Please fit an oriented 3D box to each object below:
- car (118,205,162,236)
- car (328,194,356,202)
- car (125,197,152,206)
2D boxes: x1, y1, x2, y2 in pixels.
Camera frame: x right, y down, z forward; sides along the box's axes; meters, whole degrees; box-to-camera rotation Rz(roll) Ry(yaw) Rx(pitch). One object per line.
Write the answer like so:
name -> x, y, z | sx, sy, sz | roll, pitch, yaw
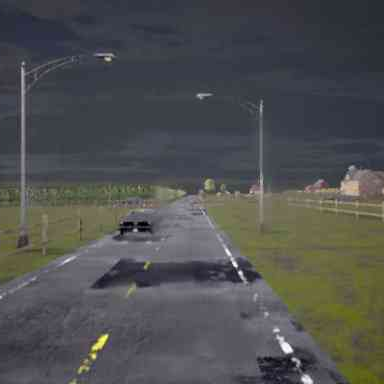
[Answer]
car -> -2.865, 1.657, 19.062 | 1.895, 1.301, 4.718 | 0, 0, 0
car -> 27.685, 1.039, 61.569 | 4.902, 1.511, 2.128 | -1, -1, 0
car -> -10.006, 1.730, 61.857 | 5.008, 1.535, 1.882 | -1, -1, 0
